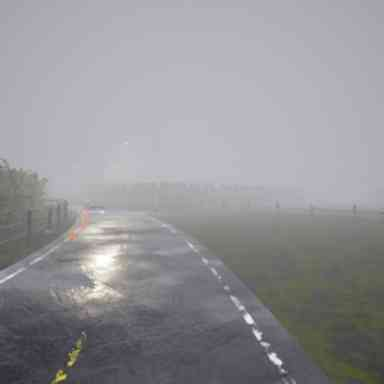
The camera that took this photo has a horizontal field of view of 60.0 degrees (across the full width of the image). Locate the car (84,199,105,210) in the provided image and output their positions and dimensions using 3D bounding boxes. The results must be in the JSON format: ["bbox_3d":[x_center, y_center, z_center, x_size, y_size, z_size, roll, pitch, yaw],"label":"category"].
[{"bbox_3d":[-12.604,1.554,42.693,2.033,1.411,5.357,0,0,-27],"label":"car"}]

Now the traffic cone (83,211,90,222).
[{"bbox_3d":[-7.952,1.966,25.231,0.340,0.580,0.340,0,0,-17],"label":"traffic cone"}]

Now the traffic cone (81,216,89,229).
[{"bbox_3d":[-6.677,1.966,20.523,0.340,0.580,0.340,0,0,-14],"label":"traffic cone"}]

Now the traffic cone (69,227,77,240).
[{"bbox_3d":[-5.633,1.963,15.757,0.340,0.580,0.340,0,0,-11],"label":"traffic cone"}]

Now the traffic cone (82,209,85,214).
[{"bbox_3d":[-9.456,1.964,29.873,0.340,0.580,0.340,0,0,-19],"label":"traffic cone"}]
